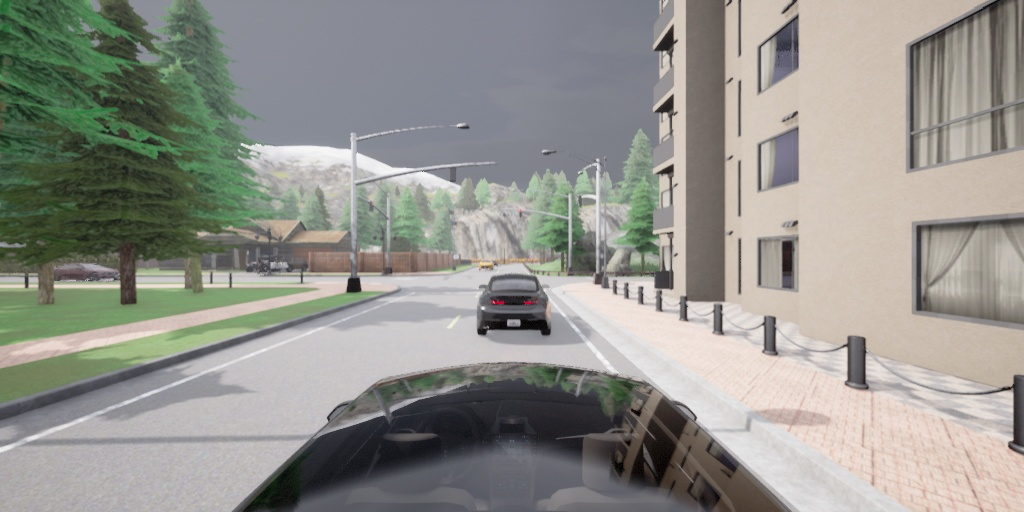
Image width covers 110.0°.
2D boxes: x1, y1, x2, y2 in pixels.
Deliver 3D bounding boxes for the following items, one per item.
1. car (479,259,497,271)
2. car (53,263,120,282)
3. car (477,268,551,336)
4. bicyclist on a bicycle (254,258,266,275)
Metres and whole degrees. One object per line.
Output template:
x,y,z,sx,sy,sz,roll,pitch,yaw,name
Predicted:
-3.570,1.208,50.308,1.882,1.535,5.008,0,0,0,car
-32.419,1.251,27.270,4.674,1.442,1.812,0,0,-1,car
0.061,1.251,10.444,1.837,1.490,4.892,0,0,0,car
-24.551,1.003,34.940,0.582,1.620,1.656,0,0,-1,bicyclist on a bicycle
